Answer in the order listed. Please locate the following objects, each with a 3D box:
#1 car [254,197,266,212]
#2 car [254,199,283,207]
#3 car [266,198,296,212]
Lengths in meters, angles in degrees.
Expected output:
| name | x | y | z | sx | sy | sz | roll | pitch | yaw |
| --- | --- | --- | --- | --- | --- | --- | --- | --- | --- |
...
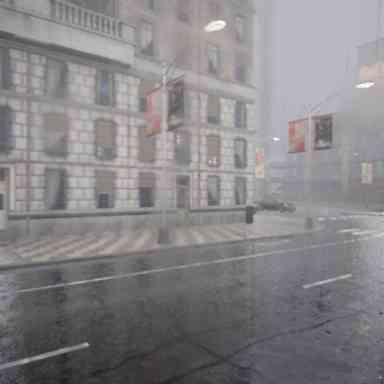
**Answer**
| name | x | y | z | sx | sy | sz | roll | pitch | yaw |
| --- | --- | --- | --- | --- | --- | --- | --- | --- | --- |
| car | 6.123 | 1.614 | 40.334 | 1.882 | 1.535 | 5.008 | 0 | 0 | -36 |
| car | 12.940 | 1.809 | 56.734 | 1.895 | 1.301 | 4.718 | 0 | 0 | -36 |
| car | 10.353 | 1.505 | 40.473 | 2.097 | 1.767 | 4.553 | 0 | 0 | -36 |
